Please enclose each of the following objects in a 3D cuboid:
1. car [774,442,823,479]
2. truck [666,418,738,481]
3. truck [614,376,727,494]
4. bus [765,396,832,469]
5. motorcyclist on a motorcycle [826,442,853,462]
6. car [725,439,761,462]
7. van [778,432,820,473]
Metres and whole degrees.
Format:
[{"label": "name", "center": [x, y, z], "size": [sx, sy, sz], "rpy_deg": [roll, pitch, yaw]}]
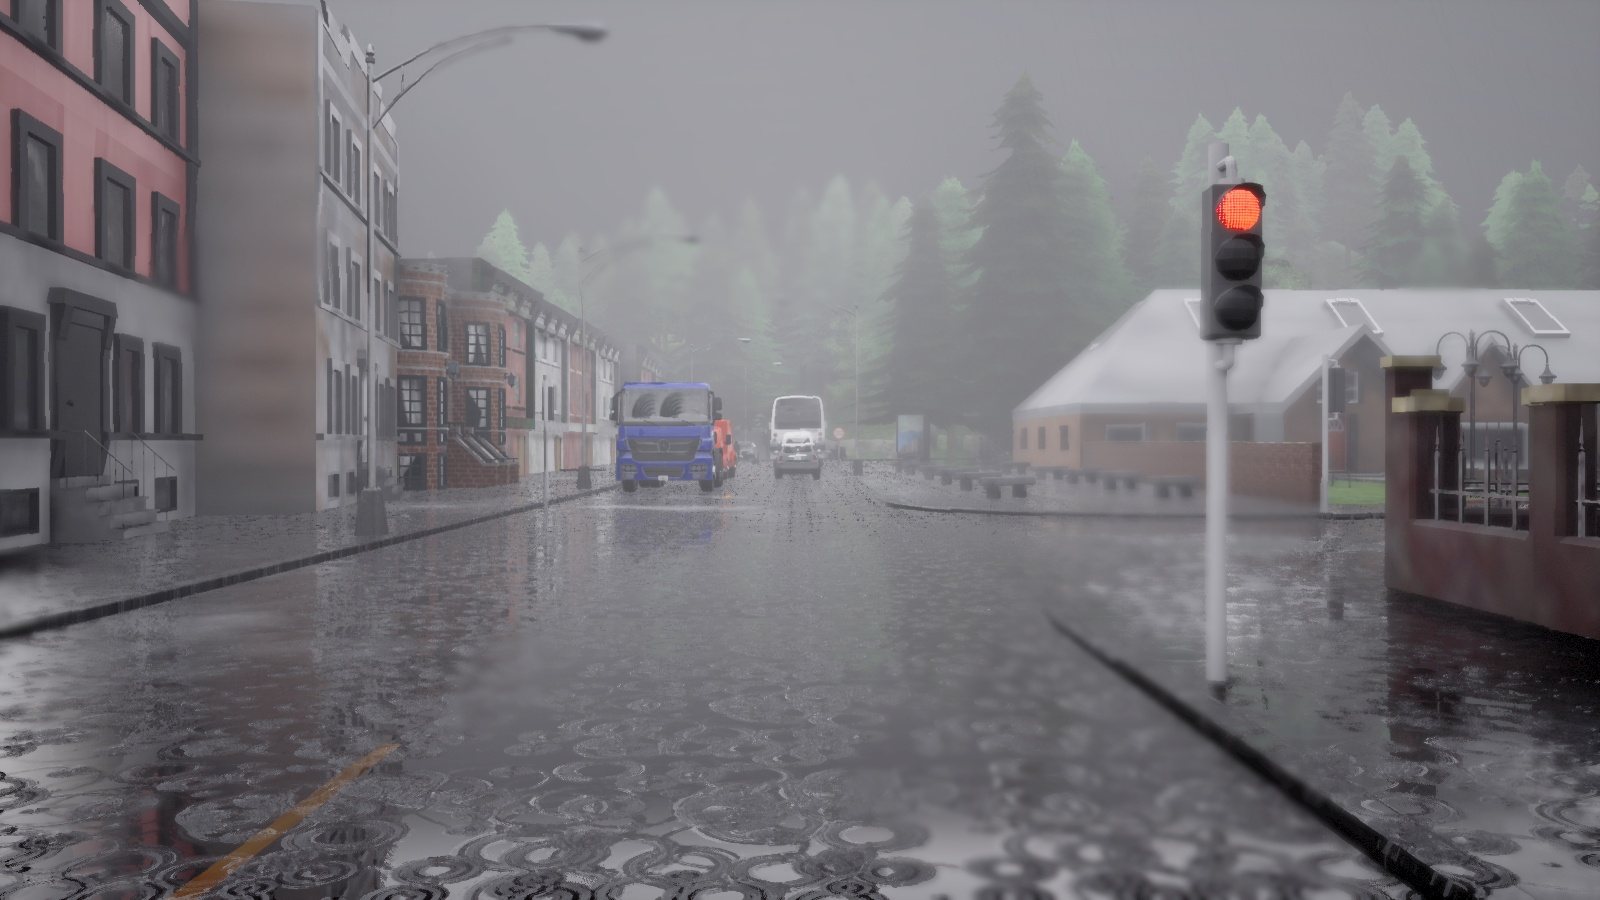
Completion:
[{"label": "car", "center": [-0.055, 0.414, 52.732], "size": [1.970, 1.475, 3.806], "rpy_deg": [0, 0, 0]}, {"label": "truck", "center": [-4.058, -0.068, 52.949], "size": [2.627, 2.467, 5.204], "rpy_deg": [0, 2, 0]}, {"label": "truck", "center": [-4.047, -0.470, 41.022], "size": [2.891, 3.462, 7.936], "rpy_deg": [0, 0, 0]}, {"label": "bus", "center": [-0.029, -1.074, 78.644], "size": [3.944, 4.253, 10.273], "rpy_deg": [0, 0, 1]}, {"label": "motorcyclist on a motorcycle", "center": [3.105, 0.176, 98.487], "size": [2.044, 1.523, 0.797], "rpy_deg": [0, 3, -41]}, {"label": "car", "center": [-4.065, 0.011, 90.566], "size": [2.152, 1.651, 5.027], "rpy_deg": [0, 0, 3]}, {"label": "van", "center": [-0.047, 0.111, 63.657], "size": [2.069, 2.038, 4.480], "rpy_deg": [0, 0, 0]}]
